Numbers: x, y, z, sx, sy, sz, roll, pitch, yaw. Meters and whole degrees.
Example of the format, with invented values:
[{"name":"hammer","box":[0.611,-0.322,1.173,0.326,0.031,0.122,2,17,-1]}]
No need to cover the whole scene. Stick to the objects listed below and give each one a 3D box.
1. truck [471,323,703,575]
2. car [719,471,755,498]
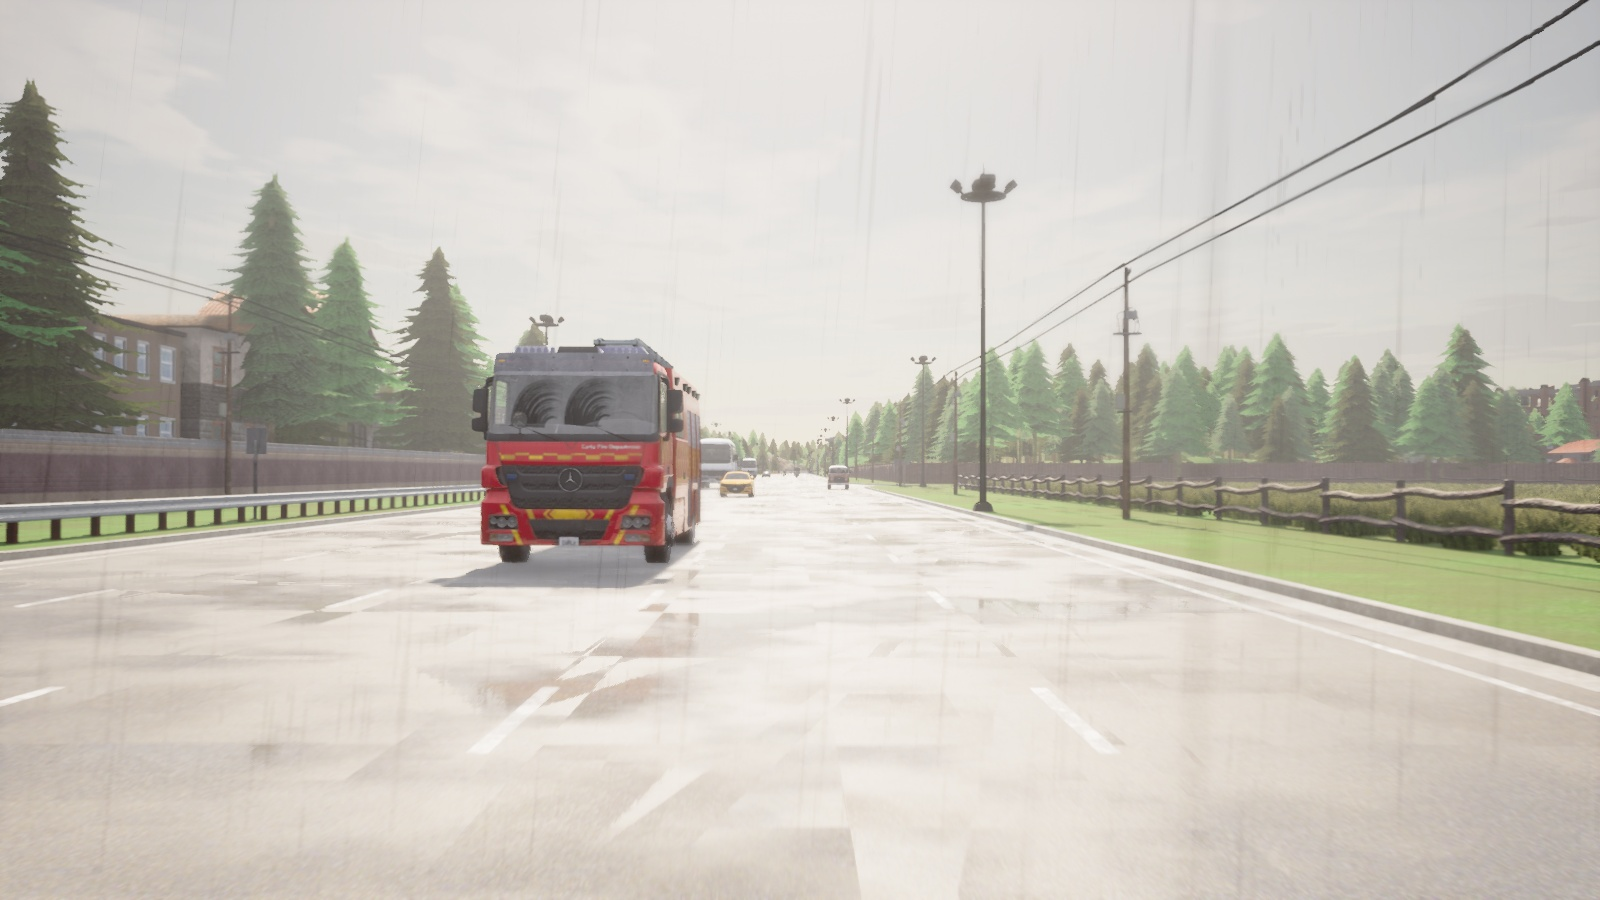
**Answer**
[{"name":"truck","box":[-3.561,0.052,23.325,2.891,3.827,8.468,0,-1,0]},{"name":"car","box":[-3.680,2.044,74.409,1.882,1.535,5.008,0,-1,0]}]
